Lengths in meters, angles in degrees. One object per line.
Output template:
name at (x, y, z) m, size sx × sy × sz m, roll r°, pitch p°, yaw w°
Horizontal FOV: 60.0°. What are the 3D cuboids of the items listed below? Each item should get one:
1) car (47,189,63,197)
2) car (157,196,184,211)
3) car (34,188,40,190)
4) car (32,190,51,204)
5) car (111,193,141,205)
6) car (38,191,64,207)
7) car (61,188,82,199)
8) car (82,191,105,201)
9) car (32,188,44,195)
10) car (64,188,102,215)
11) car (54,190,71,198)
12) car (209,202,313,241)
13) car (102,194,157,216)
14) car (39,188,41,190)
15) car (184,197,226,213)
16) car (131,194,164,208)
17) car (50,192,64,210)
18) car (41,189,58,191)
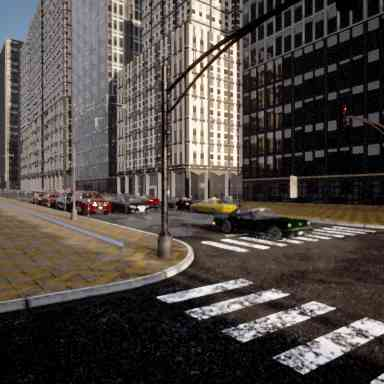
car at (-28.151, 0.214, 68.454) m, size 2.008 × 1.369 × 4.403 m, roll 1°, pitch 0°, yaw -36°
car at (-1.641, 1.065, 32.145) m, size 1.947 × 1.339 × 4.313 m, roll 1°, pitch 0°, yaw -36°
car at (-34.777, -0.104, 77.531) m, size 1.967 × 1.590 × 4.097 m, roll 1°, pitch 0°, yaw -36°
car at (-18.344, 0.793, 40.811) m, size 1.802 × 1.307 × 4.206 m, roll 1°, pitch 0°, yaw -36°
car at (-8.269, 0.856, 41.222) m, size 1.947 × 1.339 × 4.313 m, roll 1°, pitch 0°, yaw -36°
car at (-15.030, 0.861, 36.273) m, size 1.887 × 1.381 × 4.507 m, roll 1°, pitch 0°, yaw -36°
car at (-21.518, 0.186, 59.375) m, size 2.192 × 1.841 × 5.009 m, roll 1°, pitch 0°, yaw -36°
car at (-14.896, 0.646, 50.300) m, size 1.947 × 1.339 × 4.313 m, roll 1°, pitch 0°, yaw -36°
car at (-38.089, -0.208, 82.070) m, size 1.967 × 1.590 × 4.097 m, roll 1°, pitch 0°, yaw -36°
car at (-8.398, 0.841, 27.195) m, size 2.192 × 1.841 × 5.009 m, roll 1°, pitch 0°, yaw -36°
car at (-24.937, 0.289, 64.053) m, size 1.752 × 1.417 × 4.829 m, roll 1°, pitch 0°, yaw -36°
car at (3.262, 1.417, 15.971) m, size 1.895 × 1.301 × 4.718 m, roll 0°, pitch 1°, yaw -39°
car at (-5.217, 1.041, 27.207) m, size 2.128 × 1.511 × 4.902 m, roll 0°, pitch 2°, yaw -36°
car at (-31.465, 0.104, 72.993) m, size 1.887 × 1.381 × 4.507 m, roll 1°, pitch 0°, yaw -36°
car at (1.642, 1.127, 27.798) m, size 1.752 × 1.417 × 4.829 m, roll 1°, pitch 0°, yaw -36°
car at (-4.955, 0.977, 36.683) m, size 1.802 × 1.307 × 4.206 m, roll 1°, pitch 0°, yaw -36°
car at (-11.717, 0.987, 31.735) m, size 1.947 × 1.339 × 4.313 m, roll 1°, pitch 0°, yaw -36°
car at (-25.114, 0.380, 59.855) m, size 2.033 × 1.411 × 5.357 m, roll 0°, pitch 1°, yaw -34°
